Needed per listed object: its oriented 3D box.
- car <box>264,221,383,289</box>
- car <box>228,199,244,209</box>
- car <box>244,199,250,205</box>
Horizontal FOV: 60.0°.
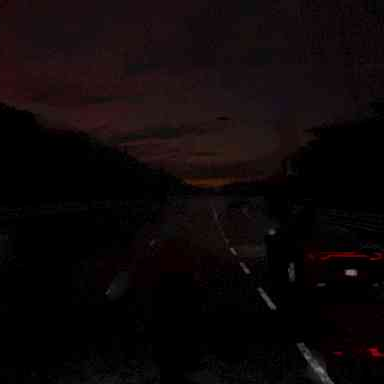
[{"bbox_3d":[3.397,1.580,9.552,1.882,1.535,5.008,0,0,0],"label":"car"},{"bbox_3d":[6.957,2.030,54.438,2.033,1.411,5.357,0,0,11],"label":"car"},{"bbox_3d":[11.708,2.220,73.688,2.033,1.411,5.357,0,-1,18],"label":"car"}]
